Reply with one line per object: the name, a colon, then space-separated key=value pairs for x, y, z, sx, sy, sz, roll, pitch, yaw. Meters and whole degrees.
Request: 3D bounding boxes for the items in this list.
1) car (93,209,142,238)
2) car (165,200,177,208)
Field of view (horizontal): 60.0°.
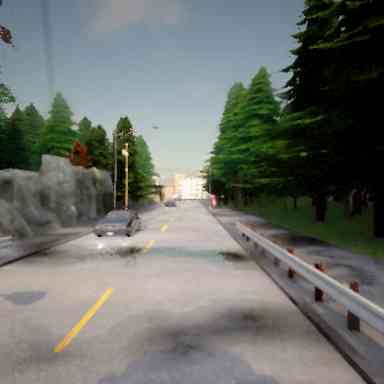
car: x=-4.068 y=1.721 z=19.210 sx=2.033 sy=1.411 sz=5.357 roll=0 pitch=-1 yaw=0
car: x=-3.784 y=2.084 z=59.980 sx=2.033 sy=1.411 sz=5.357 roll=0 pitch=-1 yaw=1
